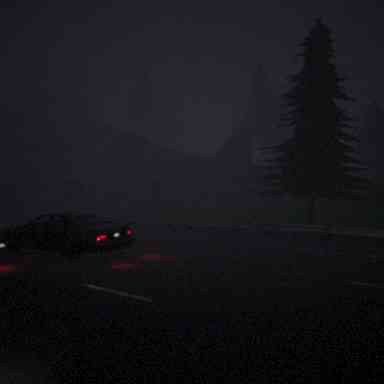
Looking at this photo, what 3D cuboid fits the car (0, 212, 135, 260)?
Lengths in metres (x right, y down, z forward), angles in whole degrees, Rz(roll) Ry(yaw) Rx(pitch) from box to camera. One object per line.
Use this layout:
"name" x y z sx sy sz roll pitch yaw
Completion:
"car" -4.583 1.425 11.852 5.357 1.411 2.033 0 1 30
